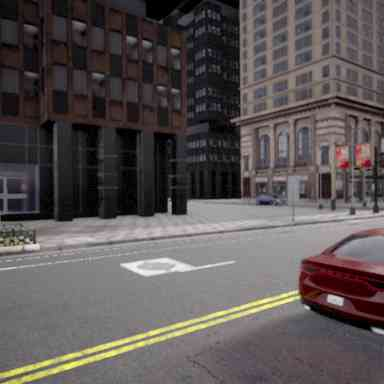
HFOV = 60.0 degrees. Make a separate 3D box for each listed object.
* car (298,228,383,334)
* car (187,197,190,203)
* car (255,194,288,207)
[{"bbox_3d":[4.149,1.433,6.386,5.008,1.535,1.882,-1,0,-35],"label":"car"},{"bbox_3d":[-2.248,1.331,64.979,2.128,1.511,4.902,-1,0,-35],"label":"car"},{"bbox_3d":[10.979,1.161,46.074,2.097,1.767,4.553,-1,0,-35],"label":"car"}]
